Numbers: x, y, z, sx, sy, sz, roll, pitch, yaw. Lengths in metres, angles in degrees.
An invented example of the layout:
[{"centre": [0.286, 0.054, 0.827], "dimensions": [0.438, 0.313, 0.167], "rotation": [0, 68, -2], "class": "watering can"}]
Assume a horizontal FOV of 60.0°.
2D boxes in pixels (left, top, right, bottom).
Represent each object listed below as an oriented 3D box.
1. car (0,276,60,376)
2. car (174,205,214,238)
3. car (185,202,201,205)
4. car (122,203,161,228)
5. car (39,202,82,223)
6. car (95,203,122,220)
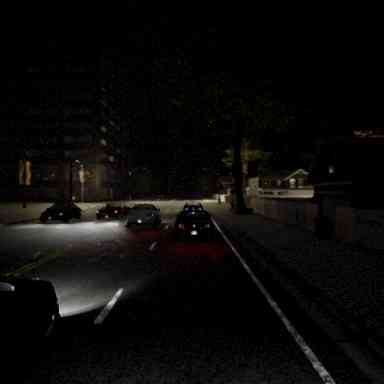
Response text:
[{"centre": [-3.148, 1.563, 3.747], "dimensions": [1.994, 1.385, 4.181], "rotation": [0, 0, 0], "class": "car"}, {"centre": [0.106, 1.598, 17.618], "dimensions": [1.895, 1.301, 4.718], "rotation": [0, 0, 0], "class": "car"}, {"centre": [0.110, 1.596, 32.263], "dimensions": [1.895, 1.301, 4.718], "rotation": [0, 0, 0], "class": "car"}, {"centre": [-3.142, 1.522, 22.219], "dimensions": [1.812, 1.442, 4.674], "rotation": [0, 0, 0], "class": "car"}, {"centre": [-9.826, 1.522, 25.277], "dimensions": [1.812, 1.442, 4.674], "rotation": [0, 0, 0], "class": "car"}, {"centre": [-6.567, 1.597, 27.854], "dimensions": [1.895, 1.301, 4.718], "rotation": [0, 0, 0], "class": "car"}]
